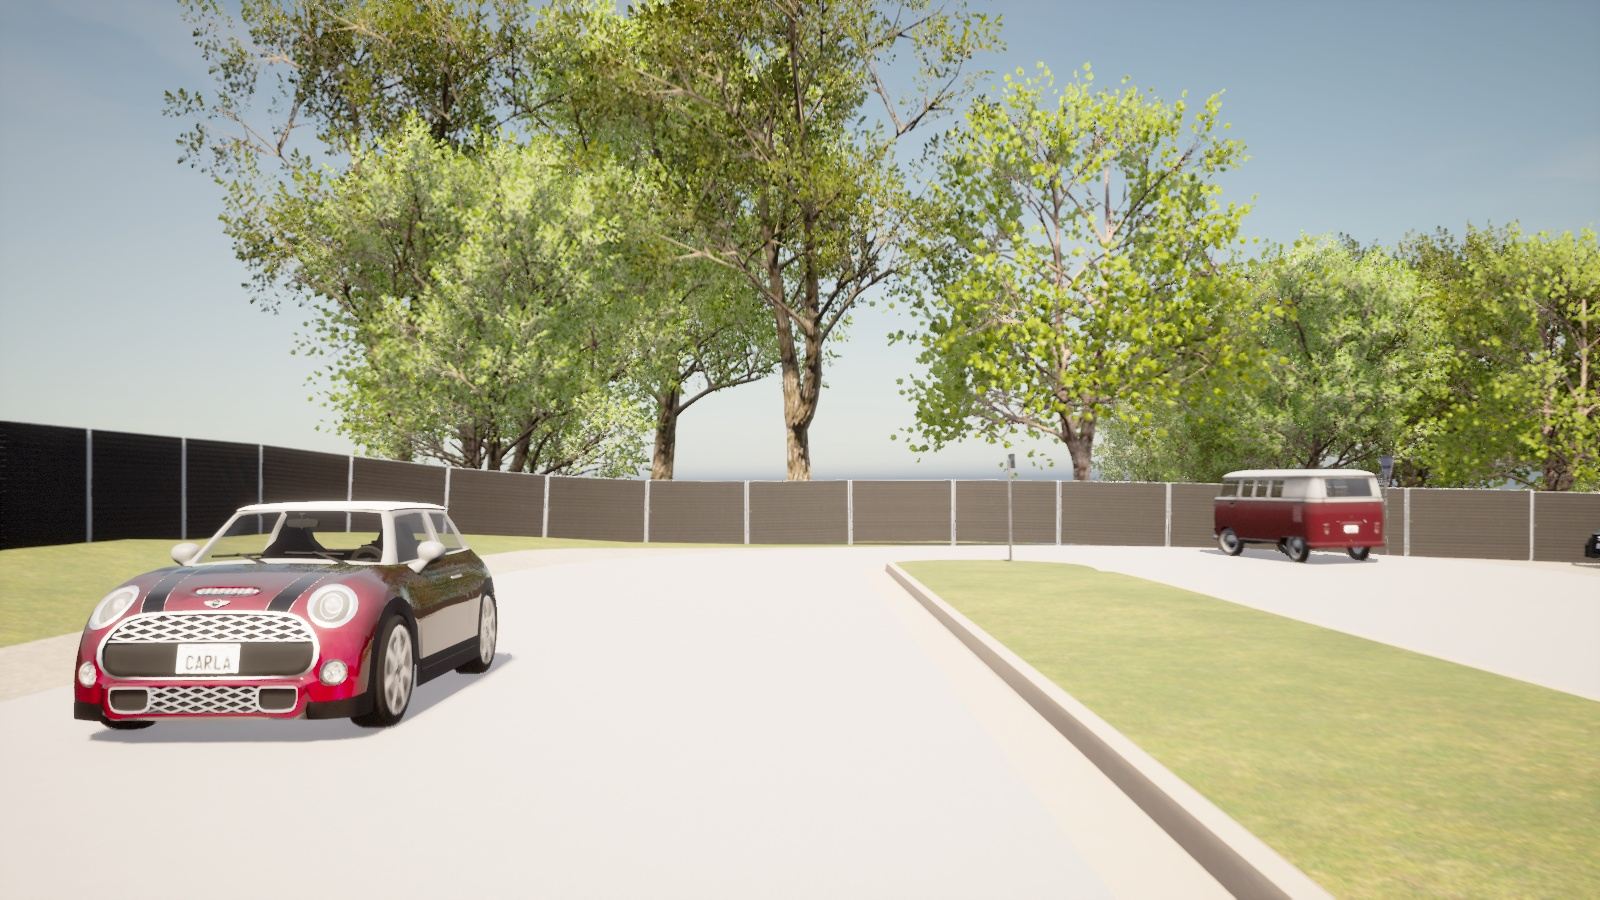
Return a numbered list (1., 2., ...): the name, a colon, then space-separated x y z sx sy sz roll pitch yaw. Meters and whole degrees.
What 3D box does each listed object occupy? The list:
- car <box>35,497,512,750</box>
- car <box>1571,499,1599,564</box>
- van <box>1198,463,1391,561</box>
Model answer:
1. car: -3.570 1.106 9.382 1.970 1.475 3.806 -1 -2 0
2. car: 19.445 1.814 27.240 4.181 1.385 1.994 1 -1 9
3. van: 10.960 1.342 28.192 1.775 1.987 4.442 -1 -2 -13
